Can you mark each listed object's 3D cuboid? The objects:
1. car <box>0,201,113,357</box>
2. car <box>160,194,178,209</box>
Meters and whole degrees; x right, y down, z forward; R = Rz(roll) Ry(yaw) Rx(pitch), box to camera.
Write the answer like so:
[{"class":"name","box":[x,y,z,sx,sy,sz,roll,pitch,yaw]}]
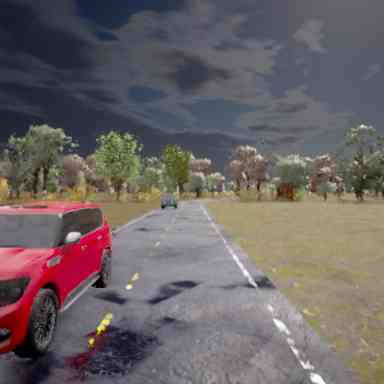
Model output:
[{"class":"car","box":[-3.087,1.237,6.405,2.150,2.045,5.566,0,0,0]},{"class":"car","box":[-3.066,1.308,46.002,2.150,2.045,5.566,0,0,0]}]
